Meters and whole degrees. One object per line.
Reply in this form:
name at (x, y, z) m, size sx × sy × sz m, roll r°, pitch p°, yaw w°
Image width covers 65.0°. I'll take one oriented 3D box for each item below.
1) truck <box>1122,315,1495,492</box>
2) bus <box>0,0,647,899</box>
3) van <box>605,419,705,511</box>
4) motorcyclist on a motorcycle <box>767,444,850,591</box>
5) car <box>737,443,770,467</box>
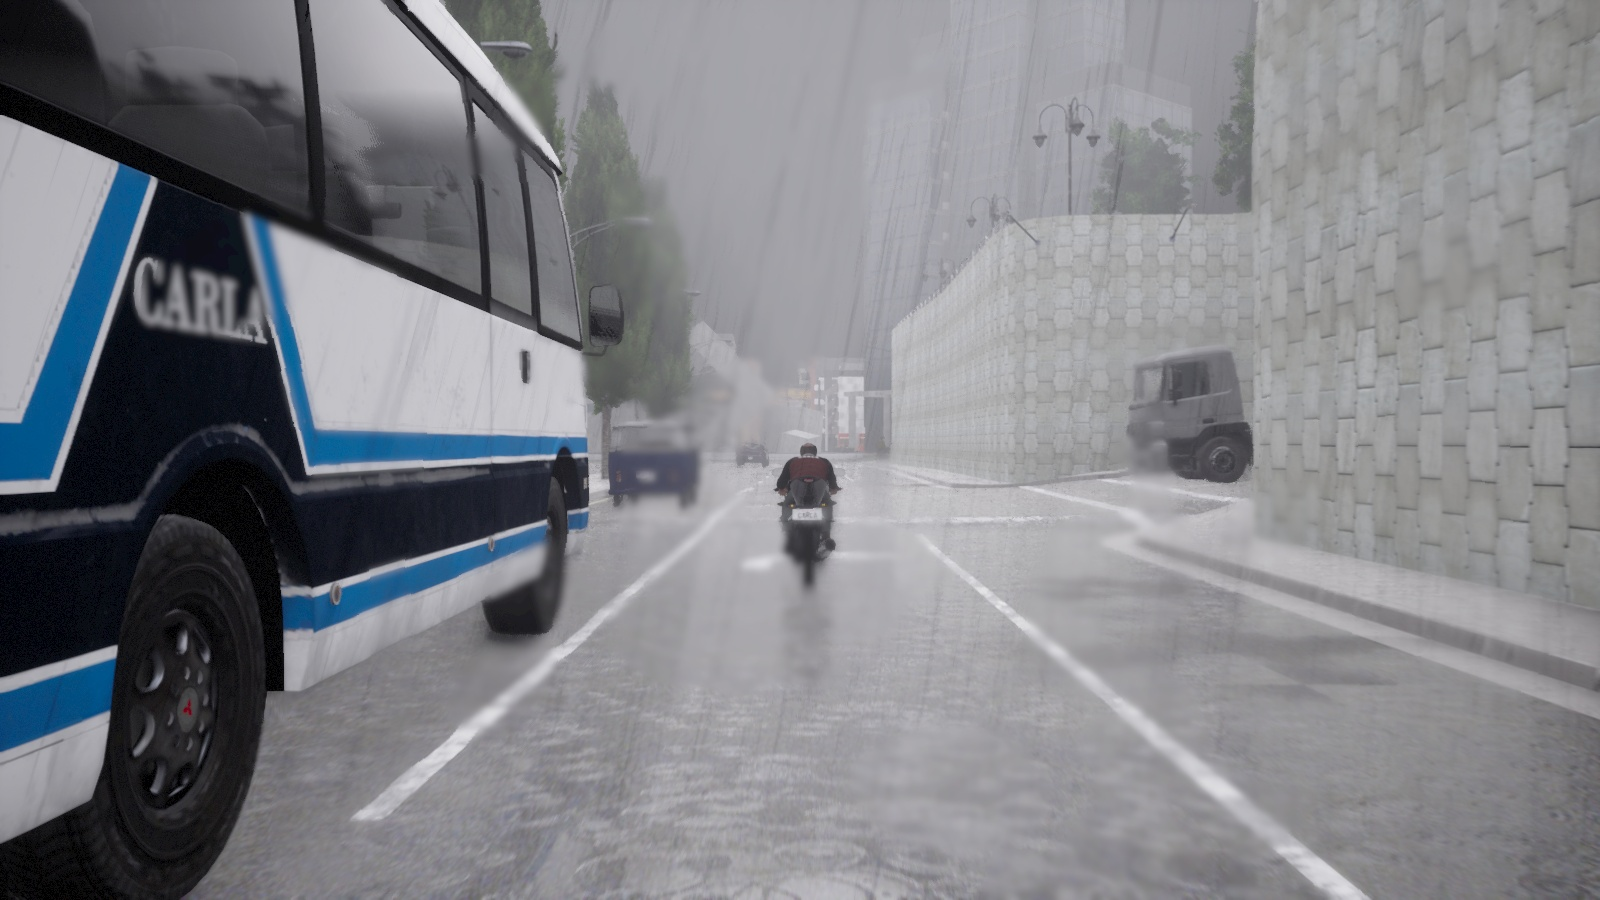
truck at (12.607, -1.130, 31.705) m, size 7.936 × 3.462 × 2.891 m, roll -6°, pitch 1°, yaw 2°
bus at (-3.446, -0.670, 6.689) m, size 3.944 × 4.253 × 10.273 m, roll 0°, pitch 0°, yaw 0°
van at (-3.321, 0.309, 29.509) m, size 1.775 × 1.987 × 4.442 m, roll 0°, pitch 0°, yaw 0°
motorcyclist on a motorcycle at (0.096, 0.701, 14.215) m, size 0.866 × 1.530 × 2.191 m, roll 0°, pitch 0°, yaw 0°
car at (-2.932, 0.311, 79.352) m, size 1.816 × 1.474 × 4.193 m, roll 0°, pitch 0°, yaw 2°
